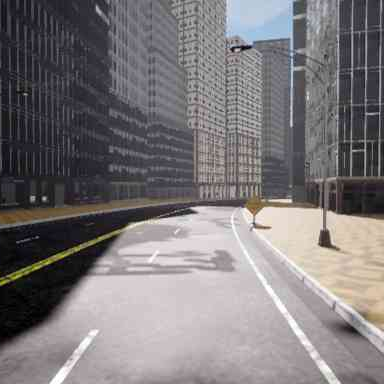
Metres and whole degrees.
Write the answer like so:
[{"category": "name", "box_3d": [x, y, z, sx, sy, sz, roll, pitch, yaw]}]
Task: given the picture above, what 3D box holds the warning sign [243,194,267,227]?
[{"category": "warning sign", "box_3d": [3.793, 1.100, 20.185, 1.300, 1.860, 1.060, 1, 1, 5]}]
